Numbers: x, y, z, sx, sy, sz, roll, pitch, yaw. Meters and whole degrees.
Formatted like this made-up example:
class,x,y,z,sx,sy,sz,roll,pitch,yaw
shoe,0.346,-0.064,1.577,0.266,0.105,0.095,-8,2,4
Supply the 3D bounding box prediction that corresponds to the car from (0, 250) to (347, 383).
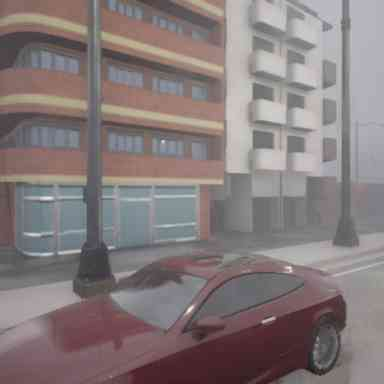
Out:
class,x,y,z,sx,sy,sz,roll,pitch,yaw
car,0.073,1.521,4.034,4.674,1.442,1.812,0,0,-36
